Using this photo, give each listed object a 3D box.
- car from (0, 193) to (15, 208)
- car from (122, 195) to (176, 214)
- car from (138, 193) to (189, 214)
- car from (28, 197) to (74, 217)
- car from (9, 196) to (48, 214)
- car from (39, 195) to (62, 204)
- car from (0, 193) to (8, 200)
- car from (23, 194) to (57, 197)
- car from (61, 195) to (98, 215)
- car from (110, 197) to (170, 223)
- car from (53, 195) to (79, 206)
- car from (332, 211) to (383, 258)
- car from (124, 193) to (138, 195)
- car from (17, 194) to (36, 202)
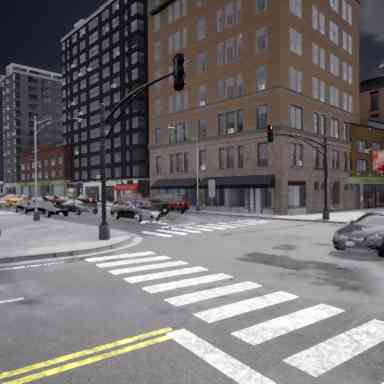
[{"bbox_3d":[-23.810,1.248,40.902,1.752,1.417,4.829,0,1,-44],"label":"car"},{"bbox_3d":[-3.946,1.290,28.934,1.882,1.535,5.008,-1,2,-44],"label":"car"},{"bbox_3d":[-2.473,1.086,31.161,2.192,1.841,5.009,0,1,-44],"label":"car"},{"bbox_3d":[-12.422,1.417,29.173,1.947,1.339,4.313,0,1,-44],"label":"car"},{"bbox_3d":[-16.258,1.375,33.124,1.947,1.339,4.313,0,1,-44],"label":"car"},{"bbox_3d":[-21.656,1.136,50.922,1.802,1.307,4.206,0,1,-44],"label":"car"},{"bbox_3d":[-40.838,0.885,70.680,1.947,1.339,4.313,0,1,-44],"label":"car"},{"bbox_3d":[-17.548,1.258,38.411,1.812,1.442,4.674,-1,1,-44],"label":"car"},{"bbox_3d":[-10.622,1.336,31.263,1.812,1.442,4.674,-1,1,-44],"label":"car"},{"bbox_3d":[-4.207,1.372,24.657,2.128,1.511,4.902,-1,1,-44],"label":"car"},{"bbox_3d":[-17.820,1.181,46.970,1.802,1.307,4.206,0,1,-44],"label":"car"},{"bbox_3d":[7.415,1.511,12.974,4.674,1.442,1.812,-1,1,-35],"label":"car"},{"bbox_3d":[-6.309,1.044,35.113,2.192,1.841,5.009,0,1,-44],"label":"car"},{"bbox_3d":[-29.328,1.044,58.825,1.802,1.307,4.206,0,1,-44],"label":"car"}]
